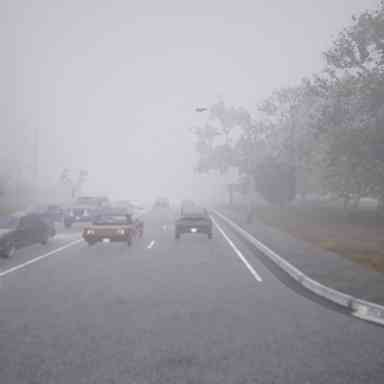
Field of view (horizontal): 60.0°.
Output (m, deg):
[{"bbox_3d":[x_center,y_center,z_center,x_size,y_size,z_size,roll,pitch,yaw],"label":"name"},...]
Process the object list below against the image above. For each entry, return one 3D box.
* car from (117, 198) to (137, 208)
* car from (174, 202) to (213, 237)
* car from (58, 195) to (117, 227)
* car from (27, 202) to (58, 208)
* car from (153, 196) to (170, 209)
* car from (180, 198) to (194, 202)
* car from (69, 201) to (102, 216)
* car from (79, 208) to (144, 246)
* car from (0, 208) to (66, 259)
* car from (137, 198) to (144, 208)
[{"bbox_3d":[-7.137,1.510,33.420,1.882,1.535,5.008,0,0,-1],"label":"car"},{"bbox_3d":[0.080,1.543,18.068,1.837,1.490,4.892,0,0,0],"label":"car"},{"bbox_3d":[-7.075,1.263,23.232,2.150,2.045,5.566,0,0,-1],"label":"car"},{"bbox_3d":[-10.584,1.519,23.463,1.882,1.535,5.008,0,0,0],"label":"car"},{"bbox_3d":[-4.046,1.347,44.652,2.097,1.767,4.553,0,0,-4],"label":"car"},{"bbox_3d":[-0.625,1.555,46.003,1.994,1.385,4.181,0,0,-4],"label":"car"},{"bbox_3d":[-10.641,1.633,33.549,1.895,1.301,4.718,0,0,-1],"label":"car"},{"bbox_3d":[-3.415,1.634,15.449,1.895,1.301,4.718,0,0,0],"label":"car"},{"bbox_3d":[-7.110,1.576,13.053,2.033,1.411,5.357,0,0,0],"label":"car"},{"bbox_3d":[-7.493,1.525,43.690,1.812,1.442,4.674,0,0,-3],"label":"car"}]
